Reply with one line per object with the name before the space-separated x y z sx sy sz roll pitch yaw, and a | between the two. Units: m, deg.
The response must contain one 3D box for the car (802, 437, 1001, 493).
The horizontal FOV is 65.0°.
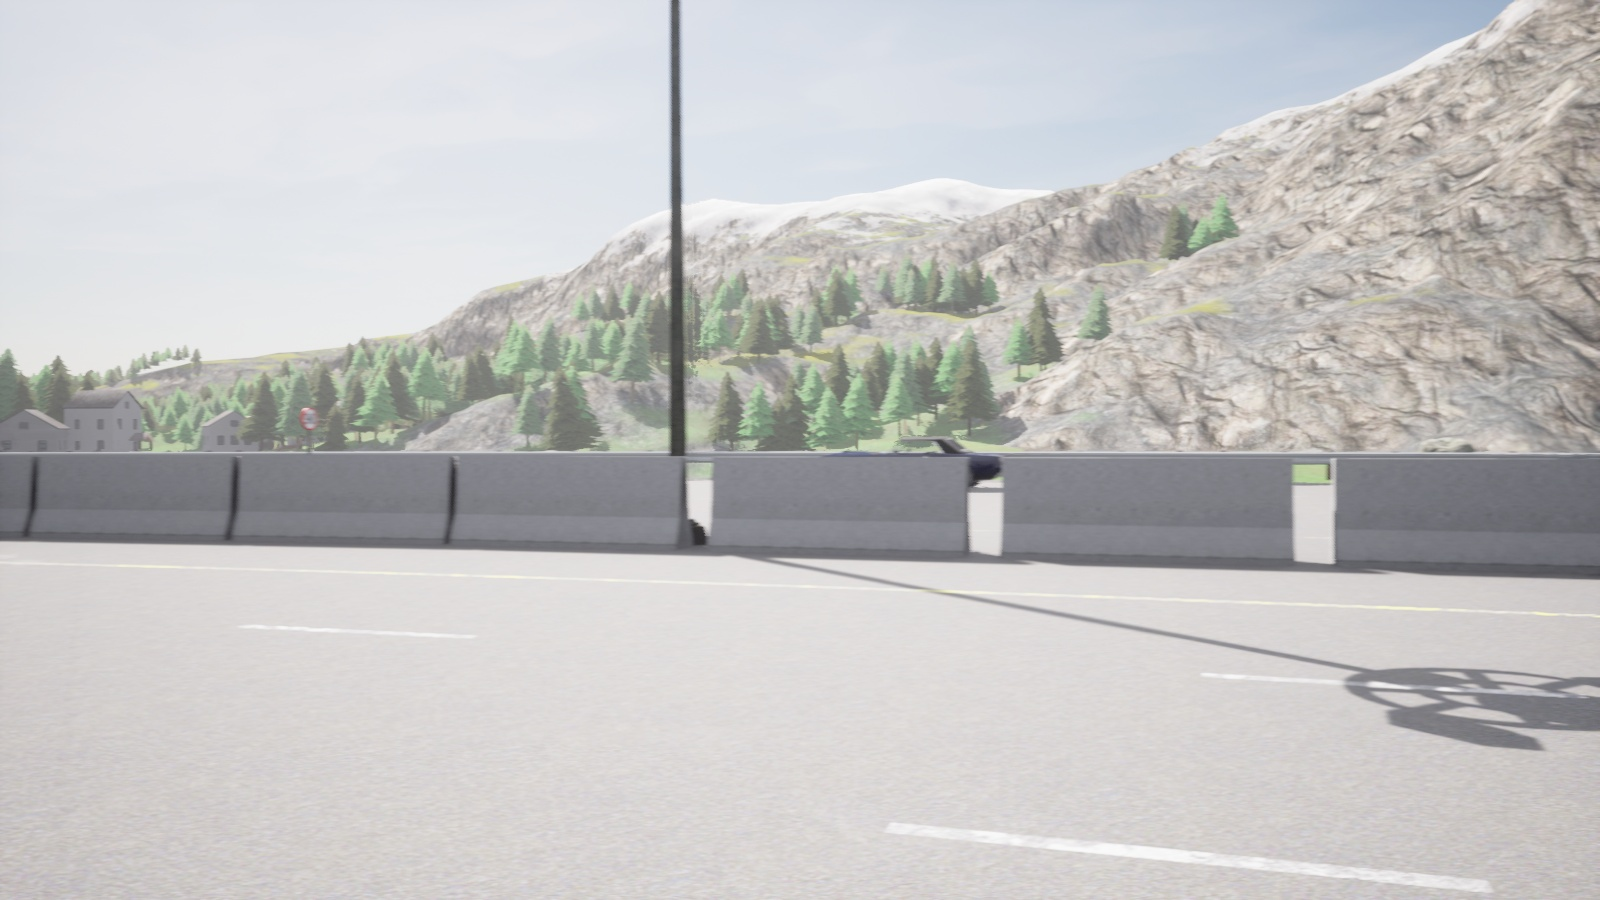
car | 2.570 0.346 31.662 4.718 1.301 1.895 0 1 16
